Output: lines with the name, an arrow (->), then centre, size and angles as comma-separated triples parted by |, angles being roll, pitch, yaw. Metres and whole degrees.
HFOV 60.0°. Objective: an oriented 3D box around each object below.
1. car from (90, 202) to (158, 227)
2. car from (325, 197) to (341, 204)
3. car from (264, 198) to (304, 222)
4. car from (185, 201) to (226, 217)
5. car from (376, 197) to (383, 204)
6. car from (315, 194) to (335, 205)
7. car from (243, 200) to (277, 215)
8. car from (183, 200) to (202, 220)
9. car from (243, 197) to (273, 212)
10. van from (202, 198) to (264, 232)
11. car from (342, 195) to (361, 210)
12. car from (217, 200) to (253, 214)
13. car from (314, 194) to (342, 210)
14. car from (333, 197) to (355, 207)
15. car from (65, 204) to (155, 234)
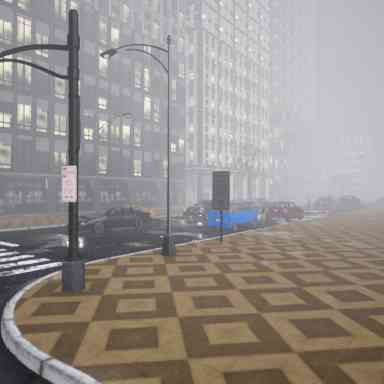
car -> -4.790, 1.540, 23.975 | 1.752, 1.417, 4.829 | 0, 0, 38
car -> 28.455, 1.625, 66.978 | 2.008, 1.369, 4.403 | 0, 0, 38
car -> 7.561, 1.472, 26.894 | 1.967, 1.590, 4.097 | 0, 0, 38
car -> 1.316, 1.604, 31.700 | 1.802, 1.307, 4.206 | 0, 0, 38
car -> 38.092, 1.658, 66.582 | 1.947, 1.339, 4.313 | 0, 0, 38
car -> 25.063, 1.381, 62.569 | 2.192, 1.841, 5.009 | 0, 0, 38
car -> 7.303, 1.594, 35.417 | 1.994, 1.385, 4.181 | 0, 0, 38
car -> 1.253, 1.375, 27.567 | 2.097, 1.767, 4.553 | 0, 0, 38
car -> 8.101, 1.471, 40.520 | 1.967, 1.590, 4.097 | 0, 0, 38
van -> 2.601, 1.368, 20.264 | 1.690, 1.788, 3.998 | 0, 0, 38
car -> 21.131, 1.369, 44.534 | 2.192, 1.841, 5.009 | 0, 0, 38
car -> 4.708, 1.571, 36.110 | 1.887, 1.381, 4.507 | 0, 0, 38
car -> 17.940, 1.400, 44.430 | 2.097, 1.767, 4.553 | 0, 0, 38
car -> 23.991, 1.552, 52.291 | 2.128, 1.511, 4.902 | 0, 0, 37
car -> -4.723, 1.564, 19.806 | 2.033, 1.411, 5.357 | 0, 0, 38
